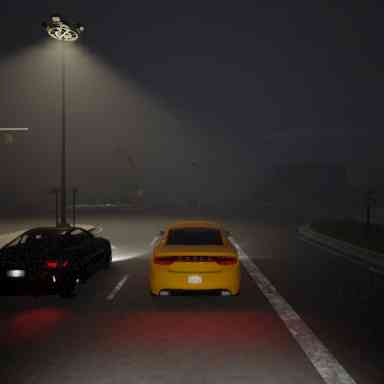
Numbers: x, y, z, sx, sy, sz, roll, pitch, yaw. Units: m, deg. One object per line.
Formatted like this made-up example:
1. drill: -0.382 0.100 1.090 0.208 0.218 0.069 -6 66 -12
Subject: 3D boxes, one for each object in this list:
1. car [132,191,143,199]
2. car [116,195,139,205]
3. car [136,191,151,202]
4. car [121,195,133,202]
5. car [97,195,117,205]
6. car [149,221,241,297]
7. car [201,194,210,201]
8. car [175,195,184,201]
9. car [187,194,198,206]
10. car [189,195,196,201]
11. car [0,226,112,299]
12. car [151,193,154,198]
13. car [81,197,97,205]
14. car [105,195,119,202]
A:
1. car: -14.883 0.837 91.636 2.150 2.045 5.566 0 0 0
2. car: -11.494 1.545 59.674 2.033 1.411 5.357 0 0 0
3. car: -11.403 1.352 76.182 2.097 1.767 4.553 0 0 0
4. car: -14.903 1.497 76.185 1.837 1.490 4.892 0 0 0
5. car: -14.991 1.562 59.664 1.994 1.385 4.181 0 0 0
6. car: 0.076 1.477 8.651 1.882 1.535 5.008 0 0 0
7. car: 3.612 1.585 87.499 1.895 1.301 4.718 0 0 0
8. car: -3.388 1.514 87.478 1.812 1.442 4.674 0 0 0
9. car: 0.072 1.523 56.447 1.812 1.442 4.674 0 0 0
10. car: 0.111 1.488 87.057 1.837 1.490 4.892 0 0 0
11. car: -3.425 1.564 8.522 1.994 1.385 4.181 0 0 0
12. car: -11.383 1.111 91.662 1.837 1.490 4.892 0 0 0
13. car: -18.479 1.598 60.379 1.895 1.301 4.718 0 0 1
14. car: -18.402 1.497 76.703 1.837 1.490 4.892 0 0 0
